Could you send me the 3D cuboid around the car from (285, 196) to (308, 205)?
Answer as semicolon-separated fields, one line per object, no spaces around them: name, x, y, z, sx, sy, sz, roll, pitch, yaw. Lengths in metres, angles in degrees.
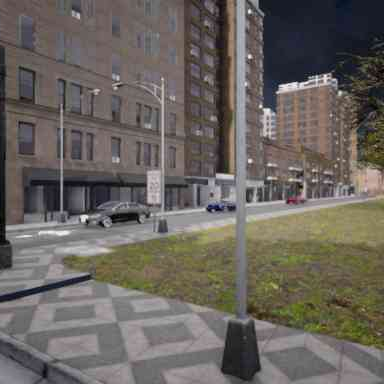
car;15.204;1.202;48.373;1.895;1.301;4.718;0;0;36

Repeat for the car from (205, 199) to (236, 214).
car;3.218;1.332;31.787;1.895;1.301;4.718;0;0;36

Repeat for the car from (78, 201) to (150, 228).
car;-4.699;1.325;20.725;2.128;1.511;4.902;0;0;36
